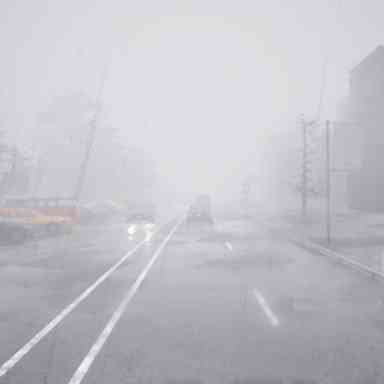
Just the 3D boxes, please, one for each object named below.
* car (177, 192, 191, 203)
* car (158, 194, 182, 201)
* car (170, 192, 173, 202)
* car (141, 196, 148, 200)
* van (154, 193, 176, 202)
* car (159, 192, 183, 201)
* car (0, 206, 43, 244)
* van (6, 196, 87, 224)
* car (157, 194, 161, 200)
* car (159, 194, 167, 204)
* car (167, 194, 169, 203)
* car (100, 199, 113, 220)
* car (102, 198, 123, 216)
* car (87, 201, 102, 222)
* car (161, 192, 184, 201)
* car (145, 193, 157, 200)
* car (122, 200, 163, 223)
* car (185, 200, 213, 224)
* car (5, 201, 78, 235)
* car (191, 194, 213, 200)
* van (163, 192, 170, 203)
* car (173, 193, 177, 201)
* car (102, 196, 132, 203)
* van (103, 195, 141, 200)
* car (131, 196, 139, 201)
[{"bbox_3d":[-1.154,1.184,66.242,2.150,2.045,5.566,0,1,4],"label":"car"},{"bbox_3d":[-5.275,1.369,79.776,5.366,1.575,1.946,-1,0,-16],"label":"car"},{"bbox_3d":[-6.591,1.343,64.944,4.553,1.767,2.185,-1,0,-16],"label":"car"},{"bbox_3d":[-8.234,1.572,41.267,4.674,1.452,2.002,-1,0,-17],"label":"car"},{"bbox_3d":[-6.003,1.193,73.770,4.442,1.987,1.878,-1,1,-16],"label":"van"},{"bbox_3d":[-5.199,1.102,82.674,5.566,2.045,2.435,-1,0,-16],"label":"car"},{"bbox_3d":[-9.297,1.535,14.591,4.674,1.452,2.002,-1,0,-19],"label":"car"},{"bbox_3d":[-9.035,1.278,20.570,4.442,1.987,1.878,-1,0,-18],"label":"van"},{"bbox_3d":[-7.671,1.523,50.163,4.892,1.521,2.231,-1,0,-16],"label":"car"},{"bbox_3d":[-7.275,1.509,53.179,5.366,1.575,1.946,-1,0,-16],"label":"car"},{"bbox_3d":[-7.034,1.525,59.034,4.792,1.488,2.163,-1,0,-16],"label":"car"},{"bbox_3d":[-8.919,1.558,26.449,4.674,1.452,2.002,0,-1,-18],"label":"car"},{"bbox_3d":[-8.817,1.564,29.395,4.674,1.452,2.002,-1,0,-18],"label":"car"},{"bbox_3d":[-9.045,1.551,23.498,4.674,1.452,2.002,-1,0,-18],"label":"car"},{"bbox_3d":[-5.025,1.081,85.598,5.566,2.045,2.435,-1,1,-16],"label":"car"},{"bbox_3d":[-7.837,1.400,47.204,4.553,1.767,2.185,-1,0,-16],"label":"car"},{"bbox_3d":[-3.730,1.591,25.655,1.994,1.385,4.181,0,0,2],"label":"car"},{"bbox_3d":[0.574,1.570,24.687,2.033,1.411,5.357,0,0,2],"label":"car"},{"bbox_3d":[-9.049,1.494,17.621,5.366,1.575,1.946,-1,0,-19],"label":"car"},{"bbox_3d":[1.449,1.257,42.794,2.150,2.045,5.566,0,0,3],"label":"car"},{"bbox_3d":[-6.895,1.258,61.960,4.442,1.987,1.878,-1,0,-16],"label":"van"},{"bbox_3d":[-6.345,1.453,67.909,5.008,1.535,2.097,-1,0,-16],"label":"car"},{"bbox_3d":[-8.874,1.528,32.308,5.366,1.575,1.946,-1,0,-18],"label":"car"},{"bbox_3d":[-8.513,1.308,38.260,4.442,1.987,1.878,-1,0,-17],"label":"van"},{"bbox_3d":[-8.547,1.531,35.330,5.008,1.535,2.097,-1,0,-17],"label":"car"}]
